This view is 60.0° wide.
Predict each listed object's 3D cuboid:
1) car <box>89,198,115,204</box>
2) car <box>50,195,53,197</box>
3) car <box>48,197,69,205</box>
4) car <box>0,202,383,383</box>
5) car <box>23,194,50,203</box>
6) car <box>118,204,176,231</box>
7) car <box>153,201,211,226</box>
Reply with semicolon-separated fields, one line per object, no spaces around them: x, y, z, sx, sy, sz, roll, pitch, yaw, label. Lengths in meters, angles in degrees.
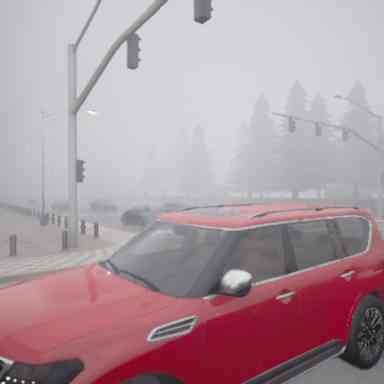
-10.006;1.468;37.284;1.882;1.535;5.008;0;0;-36;car
-20.635;1.599;52.180;1.994;1.385;4.181;0;0;-36;car
-14.267;1.608;37.211;1.895;1.301;4.718;0;0;-36;car
0.404;1.212;4.156;5.566;2.045;2.150;0;0;-35;car
-23.475;1.187;50.131;2.128;1.511;4.902;0;0;-36;car
-2.997;1.571;21.582;1.994;1.385;4.181;0;0;-36;car
-0.847;1.494;24.587;1.837;1.490;4.892;0;1;-36;car
